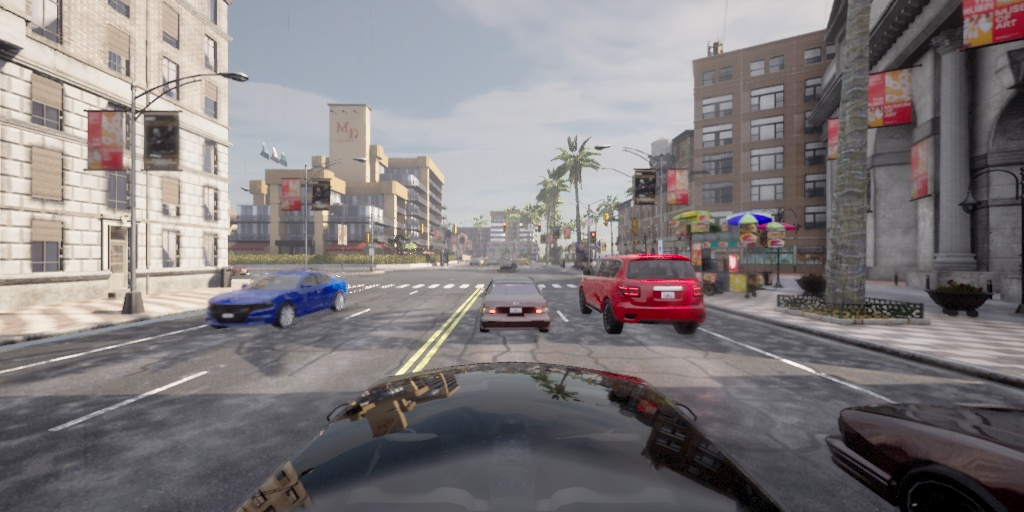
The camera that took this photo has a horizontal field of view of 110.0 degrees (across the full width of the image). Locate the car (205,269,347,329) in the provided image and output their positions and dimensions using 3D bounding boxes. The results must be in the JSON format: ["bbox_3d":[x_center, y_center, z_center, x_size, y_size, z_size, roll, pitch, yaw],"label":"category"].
[{"bbox_3d":[-7.147,1.233,11.508,1.882,1.535,5.008,0,0,0],"label":"car"}]

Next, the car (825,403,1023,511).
[{"bbox_3d":[3.534,1.297,0.493,2.033,1.411,5.357,0,0,1],"label":"car"}]

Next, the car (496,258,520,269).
[{"bbox_3d":[-0.524,1.328,51.821,2.033,1.411,5.357,0,0,8],"label":"car"}]

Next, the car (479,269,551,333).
[{"bbox_3d":[0.018,1.303,10.799,2.033,1.411,5.357,0,0,-2],"label":"car"}]

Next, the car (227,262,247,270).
[{"bbox_3d":[-29.442,1.297,36.372,4.674,1.442,1.812,0,0,-1],"label":"car"}]

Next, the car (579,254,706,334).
[{"bbox_3d":[3.504,0.977,10.744,2.150,2.045,5.566,0,0,0],"label":"car"}]
